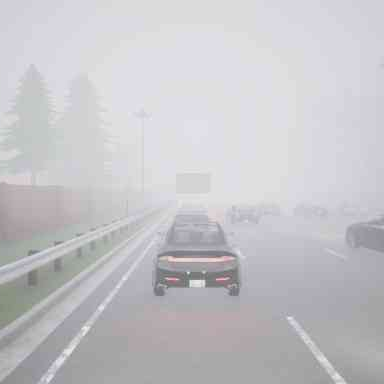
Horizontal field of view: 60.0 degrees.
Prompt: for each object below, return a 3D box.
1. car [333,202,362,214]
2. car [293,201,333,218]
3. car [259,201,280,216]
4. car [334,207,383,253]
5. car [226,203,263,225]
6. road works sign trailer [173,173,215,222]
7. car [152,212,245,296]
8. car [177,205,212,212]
[{"bbox_3d":[14.092,1.600,30.310,1.895,1.301,4.718,0,0,0],"label":"car"},{"bbox_3d":[10.593,1.525,29.928,1.812,1.442,4.674,0,0,0],"label":"car"},{"bbox_3d":[7.092,1.563,32.003,1.994,1.385,4.181,0,0,0],"label":"car"},{"bbox_3d":[7.097,1.492,11.454,2.128,1.511,4.902,0,0,0],"label":"car"},{"bbox_3d":[3.594,1.600,24.275,1.895,1.301,4.718,0,0,0],"label":"car"},{"bbox_3d":[0.065,0.464,22.969,2.380,3.560,2.880,0,0,-2],"label":"road works sign trailer"},{"bbox_3d":[0.098,1.491,8.621,2.128,1.511,4.902,0,0,0],"label":"car"},{"bbox_3d":[0.093,1.474,19.048,1.882,1.535,5.008,0,0,4],"label":"car"}]
